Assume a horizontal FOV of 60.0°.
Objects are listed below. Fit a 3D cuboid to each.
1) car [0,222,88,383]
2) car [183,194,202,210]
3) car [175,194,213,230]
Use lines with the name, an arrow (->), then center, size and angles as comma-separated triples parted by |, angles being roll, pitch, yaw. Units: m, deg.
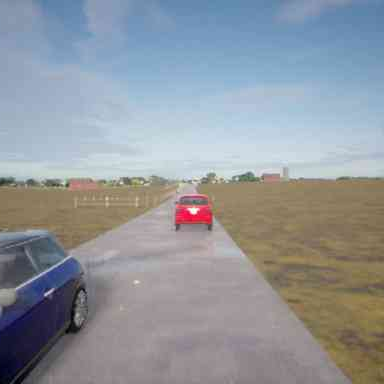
car -> -2.823, 1.348, 3.729 | 2.097, 1.767, 4.553 | 0, 0, 0
car -> 0.087, 1.123, 39.870 | 2.097, 1.767, 4.553 | 0, 1, 0
car -> 0.093, 1.158, 20.610 | 2.150, 2.045, 5.566 | 0, 0, 0
